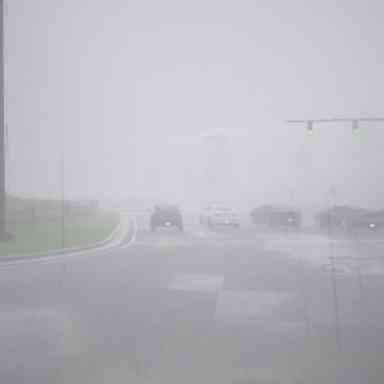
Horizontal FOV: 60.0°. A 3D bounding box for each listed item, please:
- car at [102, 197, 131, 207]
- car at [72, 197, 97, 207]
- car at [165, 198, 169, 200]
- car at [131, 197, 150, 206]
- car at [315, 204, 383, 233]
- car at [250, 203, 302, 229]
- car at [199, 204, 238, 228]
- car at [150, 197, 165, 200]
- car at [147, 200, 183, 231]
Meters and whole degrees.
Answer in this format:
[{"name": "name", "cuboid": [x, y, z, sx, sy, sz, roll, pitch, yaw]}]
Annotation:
[{"name": "car", "cuboid": [-12.232, 1.537, 52.223, 4.674, 1.442, 1.812, 0, 0, 41]}, {"name": "car", "cuboid": [-16.601, 1.498, 51.440, 5.008, 1.535, 1.882, 0, 0, 37]}, {"name": "car", "cuboid": [-6.105, 1.597, 60.848, 4.718, 1.301, 1.895, 0, 0, 41]}, {"name": "car", "cuboid": [-9.779, 1.483, 54.718, 5.008, 1.535, 1.882, 0, 0, 41]}, {"name": "car", "cuboid": [9.077, 1.481, 19.685, 1.837, 1.490, 4.892, 0, 0, -7]}, {"name": "car", "cuboid": [5.275, 1.461, 21.547, 1.882, 1.535, 5.008, 0, 0, -8]}, {"name": "car", "cuboid": [1.692, 1.516, 21.821, 1.812, 1.442, 4.674, 0, 0, -9]}, {"name": "car", "cuboid": [-7.769, 1.548, 57.635, 5.357, 1.411, 2.033, 0, 0, 41]}, {"name": "car", "cuboid": [-1.705, 1.503, 20.892, 1.837, 1.490, 4.892, 0, 0, -9]}]
